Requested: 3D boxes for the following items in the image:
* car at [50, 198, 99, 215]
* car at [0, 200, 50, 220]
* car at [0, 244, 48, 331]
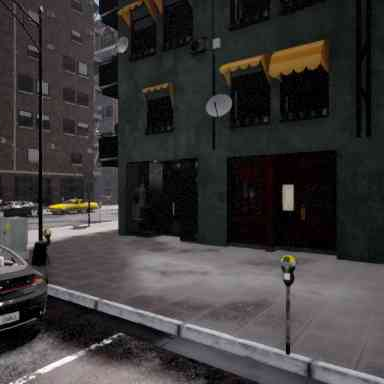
[{"bbox_3d":[-10.840,1.249,30.408,1.752,1.417,4.829,1,1,35],"label":"car"},{"bbox_3d":[-13.928,1.350,25.982,2.008,1.369,4.403,1,1,35],"label":"car"},{"bbox_3d":[-4.355,1.551,5.976,4.403,1.369,2.008,0,0,35],"label":"car"}]
